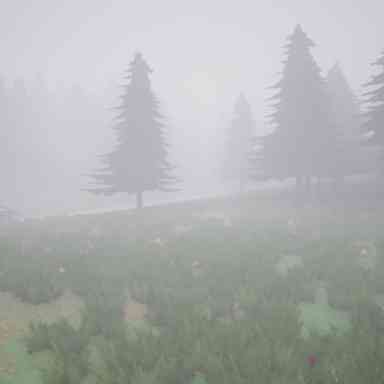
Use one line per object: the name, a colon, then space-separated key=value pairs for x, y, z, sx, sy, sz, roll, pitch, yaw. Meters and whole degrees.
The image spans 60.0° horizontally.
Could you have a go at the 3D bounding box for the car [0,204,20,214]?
car: x=-14.436 y=1.539 z=23.960 sx=1.837 sy=1.490 sz=4.892 roll=-1 pitch=-1 yaw=10
